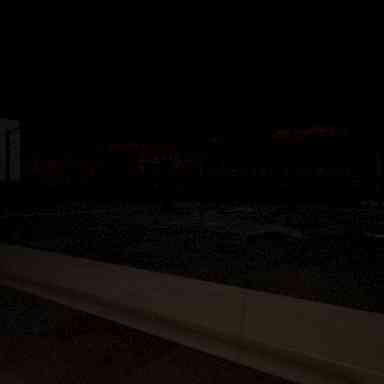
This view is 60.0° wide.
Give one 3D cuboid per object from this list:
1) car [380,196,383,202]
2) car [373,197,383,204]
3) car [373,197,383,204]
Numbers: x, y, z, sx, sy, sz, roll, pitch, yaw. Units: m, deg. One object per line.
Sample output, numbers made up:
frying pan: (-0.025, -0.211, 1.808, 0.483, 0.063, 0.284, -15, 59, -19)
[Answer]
car: (48.565, 1.736, 80.625, 4.974, 1.542, 2.038, 1, 1, -4)
car: (37.501, 1.734, 65.346, 2.038, 1.542, 4.974, 1, 1, 6)
car: (37.508, 1.576, 65.396, 1.853, 1.218, 4.536, 1, 1, 6)
